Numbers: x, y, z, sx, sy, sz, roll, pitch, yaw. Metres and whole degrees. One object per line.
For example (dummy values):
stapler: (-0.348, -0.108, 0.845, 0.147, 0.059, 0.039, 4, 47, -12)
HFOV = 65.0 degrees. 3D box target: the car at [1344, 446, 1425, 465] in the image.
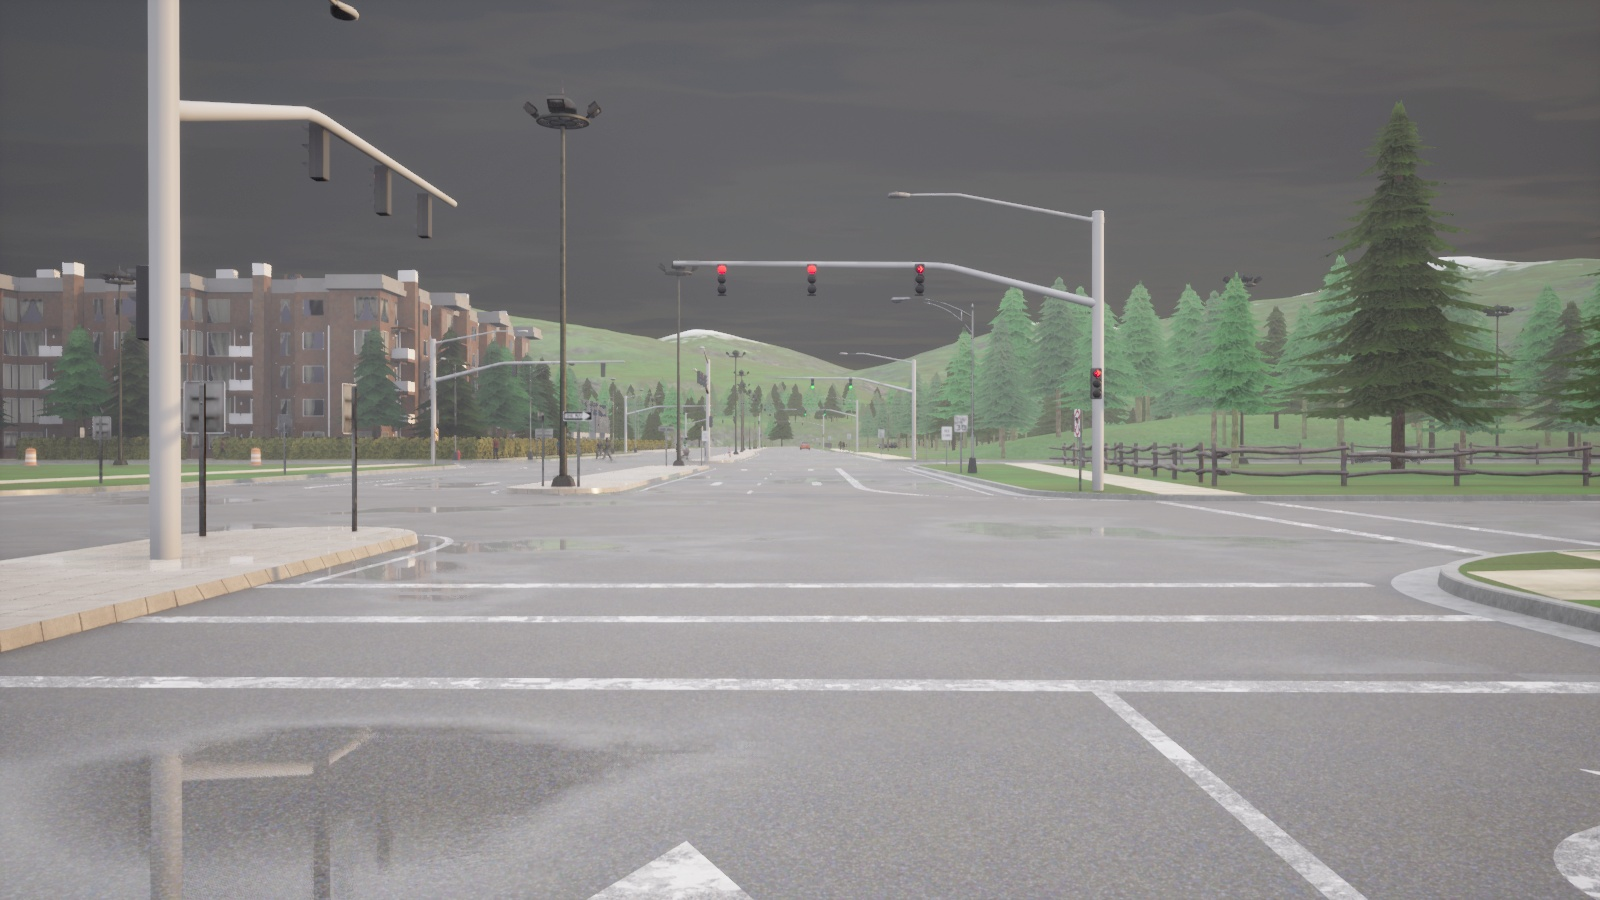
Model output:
car: (40.416, 0.386, 86.886, 4.718, 1.301, 1.895, 0, 0, 0)
